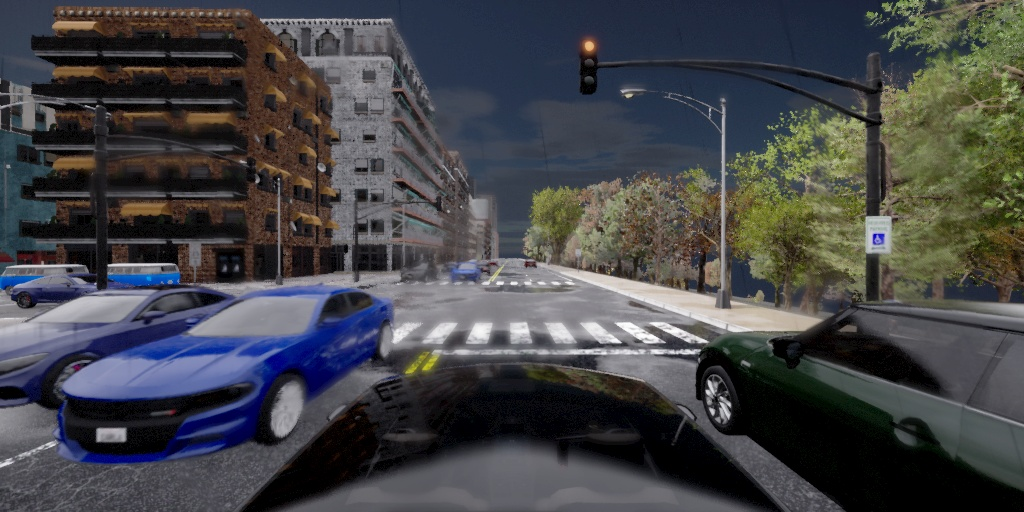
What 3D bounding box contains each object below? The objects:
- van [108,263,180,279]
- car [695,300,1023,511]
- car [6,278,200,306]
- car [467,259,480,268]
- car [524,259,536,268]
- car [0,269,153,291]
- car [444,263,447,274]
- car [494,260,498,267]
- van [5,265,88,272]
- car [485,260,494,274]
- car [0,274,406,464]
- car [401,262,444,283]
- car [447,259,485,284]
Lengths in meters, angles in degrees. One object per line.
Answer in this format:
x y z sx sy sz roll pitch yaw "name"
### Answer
-22.783 1.351 21.946 3.998 1.789 1.690 0 0 -1 "van"
3.347 1.102 2.651 2.097 1.767 4.553 0 0 0 "car"
-6.617 1.274 6.282 1.812 1.442 4.674 0 0 0 "car"
-6.742 1.295 63.744 1.812 1.442 4.674 0 0 0 "car"
3.158 1.246 62.413 1.882 1.535 5.008 0 0 0 "car"
-19.573 1.517 16.199 4.674 1.442 1.812 -1 0 0 "car"
-6.724 1.319 40.750 1.994 1.385 4.181 0 0 0 "car"
-3.486 1.371 64.934 1.895 1.301 4.718 0 0 0 "car"
-28.384 1.425 21.851 3.998 1.789 1.690 0 0 -1 "van"
-3.473 1.319 40.684 1.994 1.385 4.181 0 0 0 "car"
-3.360 1.227 5.496 1.882 1.535 5.008 0 0 0 "car"
-6.999 1.260 27.760 1.837 1.490 4.892 0 0 4 "car"
-3.435 1.235 27.463 1.882 1.535 5.008 0 0 0 "car"
